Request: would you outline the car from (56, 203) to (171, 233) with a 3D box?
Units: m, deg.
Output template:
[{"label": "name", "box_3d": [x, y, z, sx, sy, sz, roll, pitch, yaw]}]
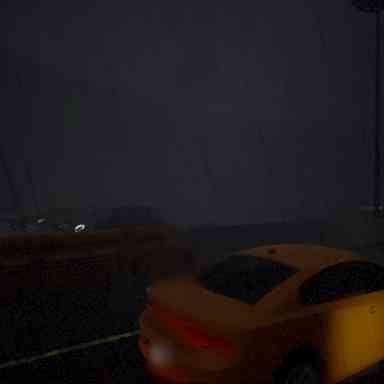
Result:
[{"label": "car", "box_3d": [-3.136, 1.394, 14.335, 4.553, 1.767, 2.097, 1, 0, -33]}]

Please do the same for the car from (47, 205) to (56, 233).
[{"label": "car", "box_3d": [-4.666, 1.524, 17.527, 5.008, 1.535, 1.882, 1, 0, -32]}]

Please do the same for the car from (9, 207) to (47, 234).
[{"label": "car", "box_3d": [-7.968, 1.537, 19.542, 4.892, 1.490, 1.837, 1, 0, -33]}]

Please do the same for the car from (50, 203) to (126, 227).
[{"label": "car", "box_3d": [-7.464, 1.561, 24.028, 4.892, 1.490, 1.837, 1, 0, -32]}]

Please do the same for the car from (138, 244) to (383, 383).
[{"label": "car", "box_3d": [1.717, 1.510, 4.755, 5.008, 1.535, 1.882, 1, 0, -33]}]
